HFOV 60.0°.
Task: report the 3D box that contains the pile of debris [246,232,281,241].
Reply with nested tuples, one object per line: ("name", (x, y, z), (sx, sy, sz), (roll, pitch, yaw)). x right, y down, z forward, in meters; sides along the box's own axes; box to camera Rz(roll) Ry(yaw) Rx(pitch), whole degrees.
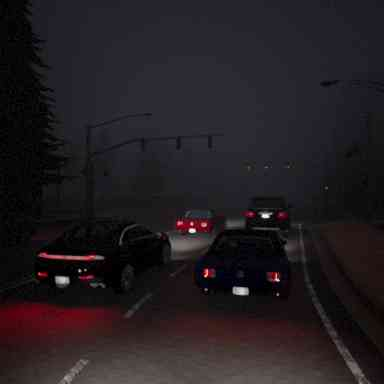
("pile of debris", (3.538, 2.180, 16.337), (1.500, 0.140, 1.860), (0, 0, 17))

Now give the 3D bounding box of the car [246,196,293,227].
("car", (4.299, 1.229, 18.383), (2.150, 2.045, 5.566), (0, 0, 17))

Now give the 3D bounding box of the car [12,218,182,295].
("car", (-1.982, 1.494, 8.832), (2.128, 1.511, 4.902), (0, 0, 13))

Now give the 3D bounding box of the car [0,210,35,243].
("car", (-8.381, 1.496, 13.064), (2.128, 1.511, 4.902), (0, 0, 16))

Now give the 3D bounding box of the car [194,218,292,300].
("car", (1.462, 1.603, 8.508), (1.895, 1.301, 4.718), (0, 0, 14))

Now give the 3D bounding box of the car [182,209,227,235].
("car", (0.674, 1.606, 18.467), (1.895, 1.301, 4.718), (0, 0, 17))
